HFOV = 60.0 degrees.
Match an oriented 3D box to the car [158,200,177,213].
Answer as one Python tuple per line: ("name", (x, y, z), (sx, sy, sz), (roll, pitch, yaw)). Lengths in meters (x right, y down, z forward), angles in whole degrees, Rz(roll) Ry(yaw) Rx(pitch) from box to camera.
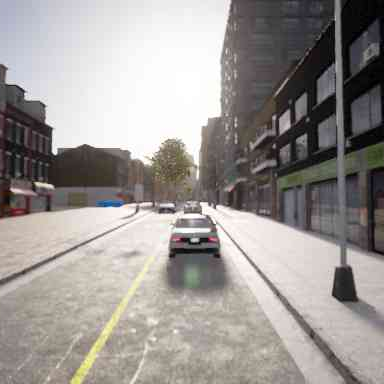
("car", (-2.786, 1.689, 38.890), (2.033, 1.411, 5.357), (0, -1, 1))

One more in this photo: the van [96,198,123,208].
("van", (-12.929, 1.780, 52.590), (3.998, 1.788, 1.690), (0, -3, 0))

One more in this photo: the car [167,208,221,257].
("car", (0.100, 1.568, 12.996), (2.033, 1.411, 5.357), (0, 0, 0))

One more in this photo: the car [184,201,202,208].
("car", (0.099, 1.643, 33.040), (2.033, 1.411, 5.357), (0, 0, 0))
